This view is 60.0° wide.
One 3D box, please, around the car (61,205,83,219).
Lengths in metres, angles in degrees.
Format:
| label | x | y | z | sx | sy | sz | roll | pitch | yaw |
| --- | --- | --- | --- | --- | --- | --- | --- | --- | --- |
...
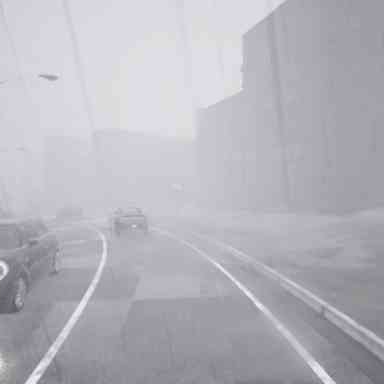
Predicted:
| label | x | y | z | sx | sy | sz | roll | pitch | yaw |
| --- | --- | --- | --- | --- | --- | --- | --- | --- | --- |
| car | -13.950 | 2.190 | 37.726 | 2.128 | 1.511 | 4.902 | -3 | 0 | -39 |

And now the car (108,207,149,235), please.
| label | x | y | z | sx | sy | sz | roll | pitch | yaw |
| --- | --- | --- | --- | --- | --- | --- | --- | --- | --- |
| car | -3.920 | 1.660 | 20.066 | 2.128 | 1.511 | 4.902 | -2 | -1 | -20 |

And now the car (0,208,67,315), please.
| label | x | y | z | sx | sy | sz | roll | pitch | yaw |
| --- | --- | --- | --- | --- | --- | --- | --- | --- | --- |
| car | -4.509 | 1.426 | 7.554 | 2.097 | 1.767 | 4.553 | -1 | 0 | -9 |
